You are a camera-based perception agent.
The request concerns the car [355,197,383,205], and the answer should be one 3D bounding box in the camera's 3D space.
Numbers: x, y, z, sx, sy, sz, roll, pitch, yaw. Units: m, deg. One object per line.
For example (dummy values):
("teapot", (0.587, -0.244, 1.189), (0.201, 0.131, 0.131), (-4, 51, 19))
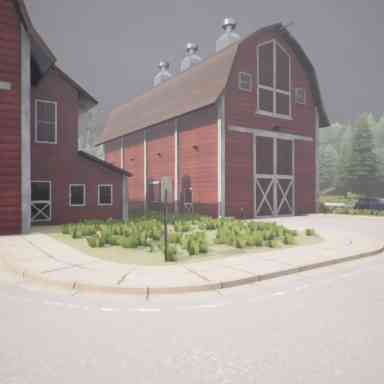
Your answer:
("car", (20.145, 1.387, 36.102), (2.097, 1.767, 4.553), (0, 0, -34))
